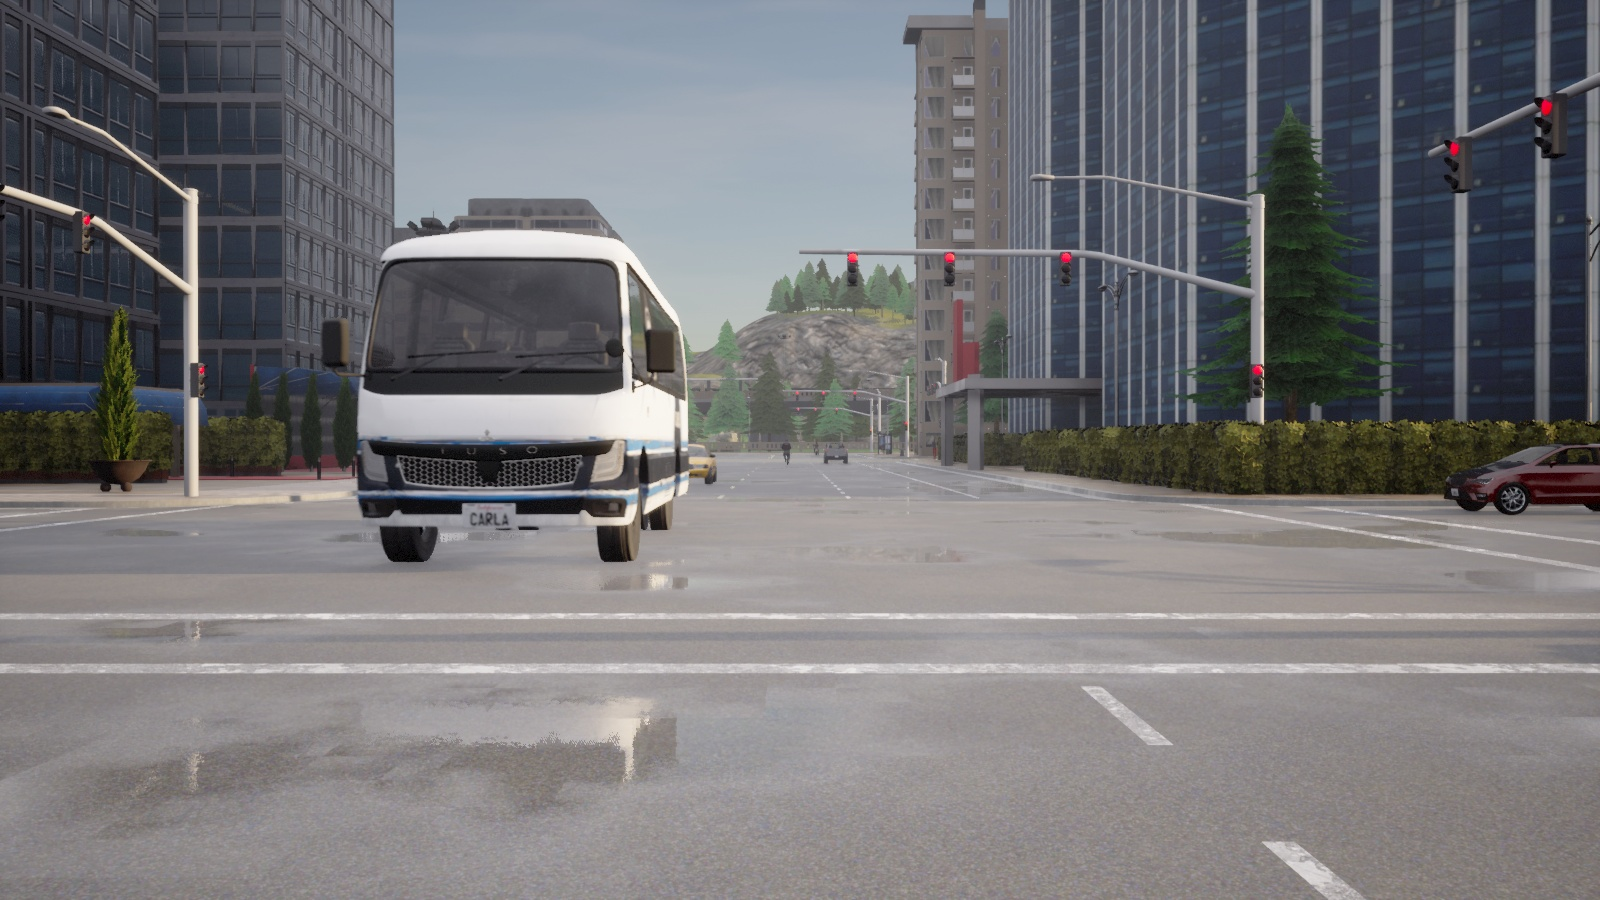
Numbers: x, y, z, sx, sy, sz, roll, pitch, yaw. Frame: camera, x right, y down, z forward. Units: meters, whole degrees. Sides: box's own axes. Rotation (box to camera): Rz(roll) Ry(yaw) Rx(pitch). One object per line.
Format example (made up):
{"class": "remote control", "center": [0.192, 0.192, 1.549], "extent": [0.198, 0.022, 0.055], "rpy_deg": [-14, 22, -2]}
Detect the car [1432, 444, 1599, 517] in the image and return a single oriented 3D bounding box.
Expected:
{"class": "car", "center": [15.923, 0.623, 26.546], "extent": [4.193, 1.474, 1.816], "rpy_deg": [0, 0, 0]}

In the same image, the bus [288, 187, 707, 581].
{"class": "bus", "center": [-3.645, -0.739, 18.716], "extent": [3.944, 4.253, 10.273], "rpy_deg": [0, 0, -1]}

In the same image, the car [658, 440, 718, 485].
{"class": "car", "center": [-4.048, 0.422, 46.153], "extent": [1.801, 1.575, 5.366], "rpy_deg": [0, 0, -1]}

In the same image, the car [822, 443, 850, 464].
{"class": "car", "center": [2.553, 0.252, 90.334], "extent": [1.845, 1.501, 3.633], "rpy_deg": [0, 0, -1]}
